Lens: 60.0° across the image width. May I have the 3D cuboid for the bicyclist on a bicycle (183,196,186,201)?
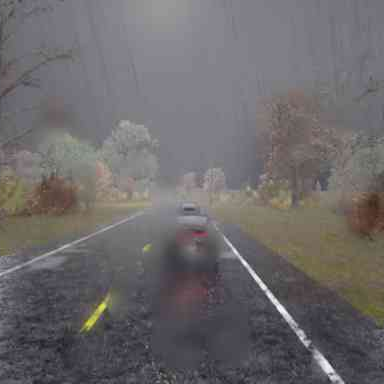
[{"bbox_3d":[-1.749,1.794,85.245,0.582,1.620,1.656,0,-1,-4],"label":"bicyclist on a bicycle"}]

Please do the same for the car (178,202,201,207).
[{"bbox_3d":[-0.248,1.620,28.042,1.837,1.490,4.892,0,0,-1],"label":"car"}]

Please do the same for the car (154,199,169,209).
[{"bbox_3d":[-4.557,1.731,50.384,1.812,1.442,4.674,0,0,-2],"label":"car"}]

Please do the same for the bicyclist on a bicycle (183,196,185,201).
[{"bbox_3d":[-2.343,1.829,94.244,0.582,1.620,1.656,0,-1,-4],"label":"bicyclist on a bicycle"}]

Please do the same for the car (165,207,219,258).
[{"bbox_3d":[-0.009,1.559,12.956,1.837,1.490,4.892,0,0,0],"label":"car"}]
